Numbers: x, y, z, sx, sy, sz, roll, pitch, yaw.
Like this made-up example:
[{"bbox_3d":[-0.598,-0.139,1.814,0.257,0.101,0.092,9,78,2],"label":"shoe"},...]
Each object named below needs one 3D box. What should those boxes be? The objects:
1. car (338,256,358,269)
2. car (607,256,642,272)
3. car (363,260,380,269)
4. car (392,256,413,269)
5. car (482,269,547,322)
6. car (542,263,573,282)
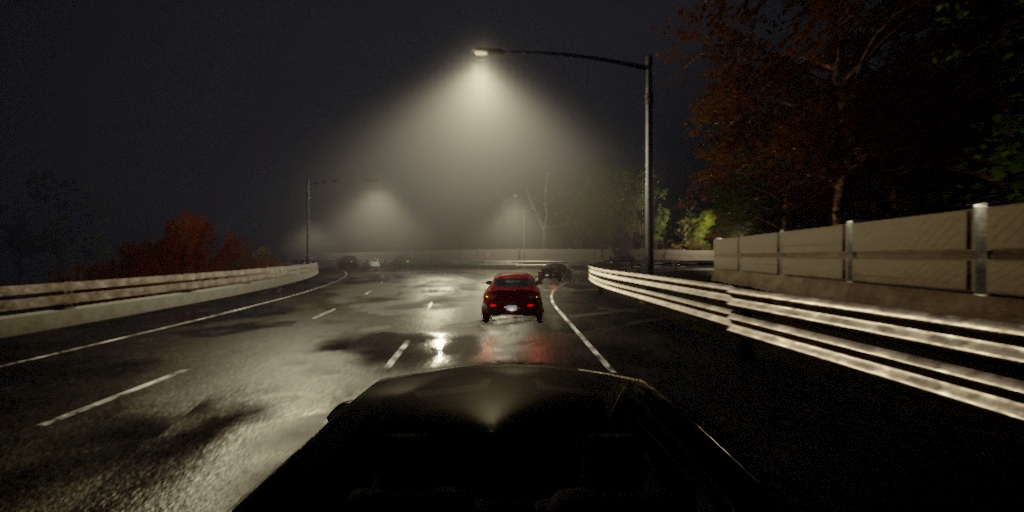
[{"bbox_3d":[-25.969,0.995,56.718,2.150,2.045,5.566,0,0,-35],"label":"car"},{"bbox_3d":[13.641,0.973,43.217,5.566,2.045,2.150,0,0,-42],"label":"car"},{"bbox_3d":[-22.744,1.298,58.136,1.812,1.442,4.674,0,0,-34],"label":"car"},{"bbox_3d":[-17.101,0.990,55.923,2.150,2.045,5.566,0,0,-32],"label":"car"},{"bbox_3d":[0.064,1.278,12.261,1.812,1.442,4.674,0,0,2],"label":"car"},{"bbox_3d":[3.578,1.280,29.247,1.812,1.442,4.674,0,0,24],"label":"car"}]
